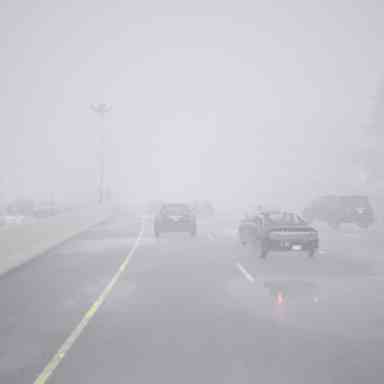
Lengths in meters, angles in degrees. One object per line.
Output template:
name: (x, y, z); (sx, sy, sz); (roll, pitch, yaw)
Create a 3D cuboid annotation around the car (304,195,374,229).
car: (9.226, 1.187, 21.459); (2.150, 2.045, 5.566); (0, 0, -7)

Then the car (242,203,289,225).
car: (5.314, 1.573, 24.605); (1.895, 1.301, 4.718); (0, 0, -8)

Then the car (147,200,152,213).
car: (-3.964, 1.531, 37.288); (2.033, 1.411, 5.357); (0, 0, -12)

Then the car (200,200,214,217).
car: (0.737, 1.469, 31.137); (2.128, 1.511, 4.902); (0, 0, -10)

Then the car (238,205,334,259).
car: (3.031, 1.476, 12.537); (2.128, 1.511, 4.902); (0, 0, -4)

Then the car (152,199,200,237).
car: (-1.014, 1.342, 18.362); (2.097, 1.767, 4.553); (0, 0, -6)
